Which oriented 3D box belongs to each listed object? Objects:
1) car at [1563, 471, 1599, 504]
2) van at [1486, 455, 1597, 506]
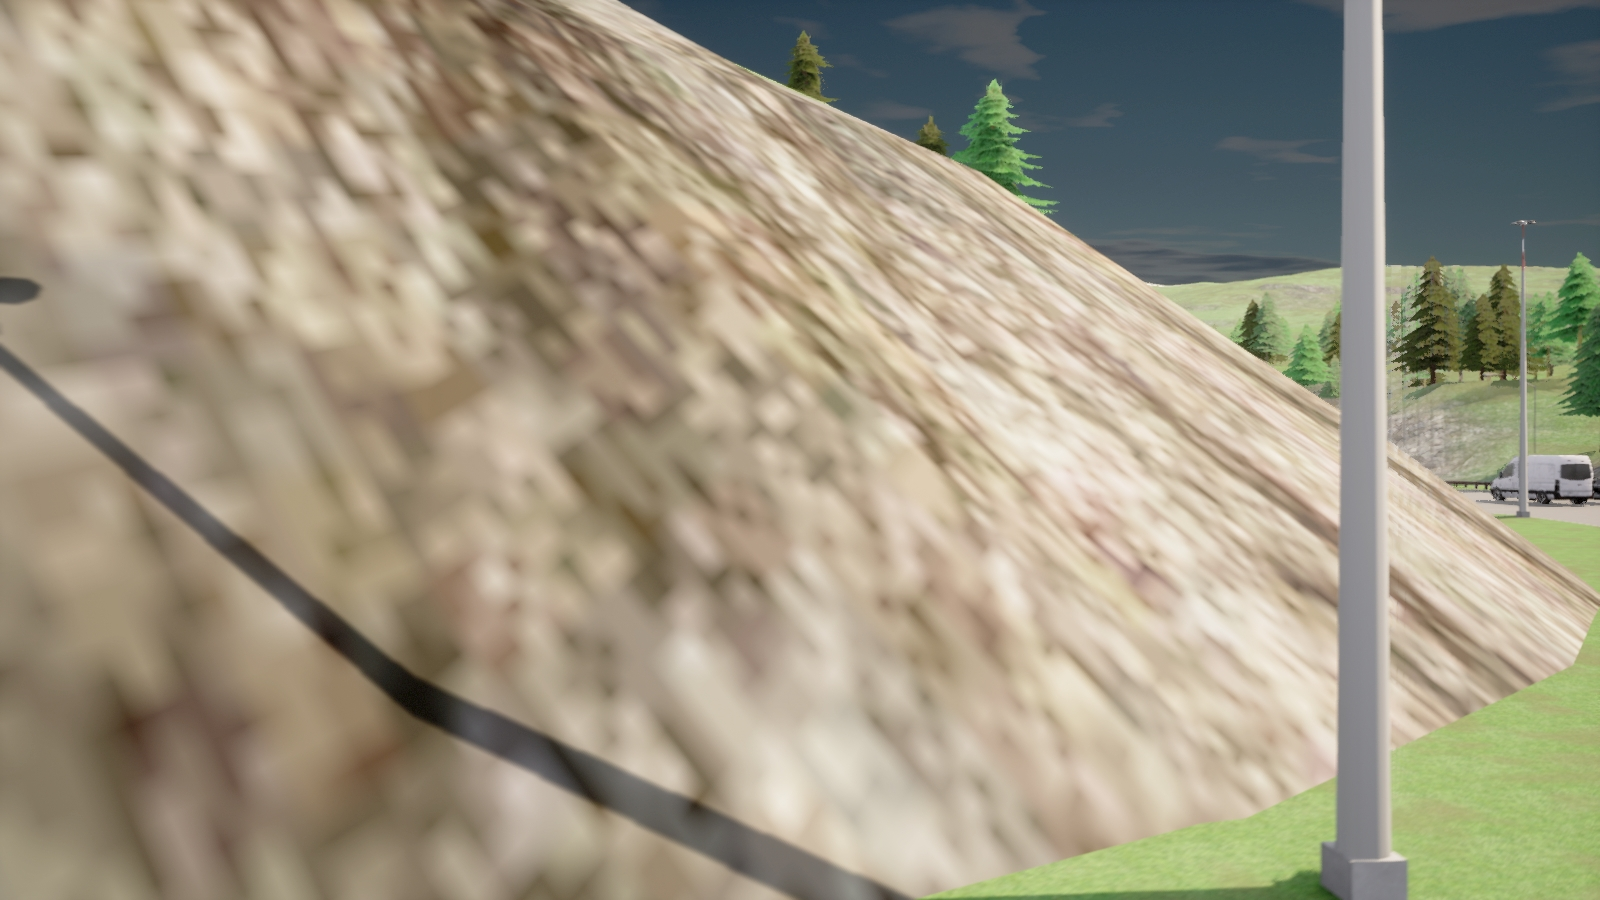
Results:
[{"bbox_3d":[42.481,1.989,59.434,2.097,1.638,5.238,0,0,0],"label":"car"},{"bbox_3d":[39.166,1.542,60.592,1.988,2.561,5.915,0,0,-1],"label":"van"}]
